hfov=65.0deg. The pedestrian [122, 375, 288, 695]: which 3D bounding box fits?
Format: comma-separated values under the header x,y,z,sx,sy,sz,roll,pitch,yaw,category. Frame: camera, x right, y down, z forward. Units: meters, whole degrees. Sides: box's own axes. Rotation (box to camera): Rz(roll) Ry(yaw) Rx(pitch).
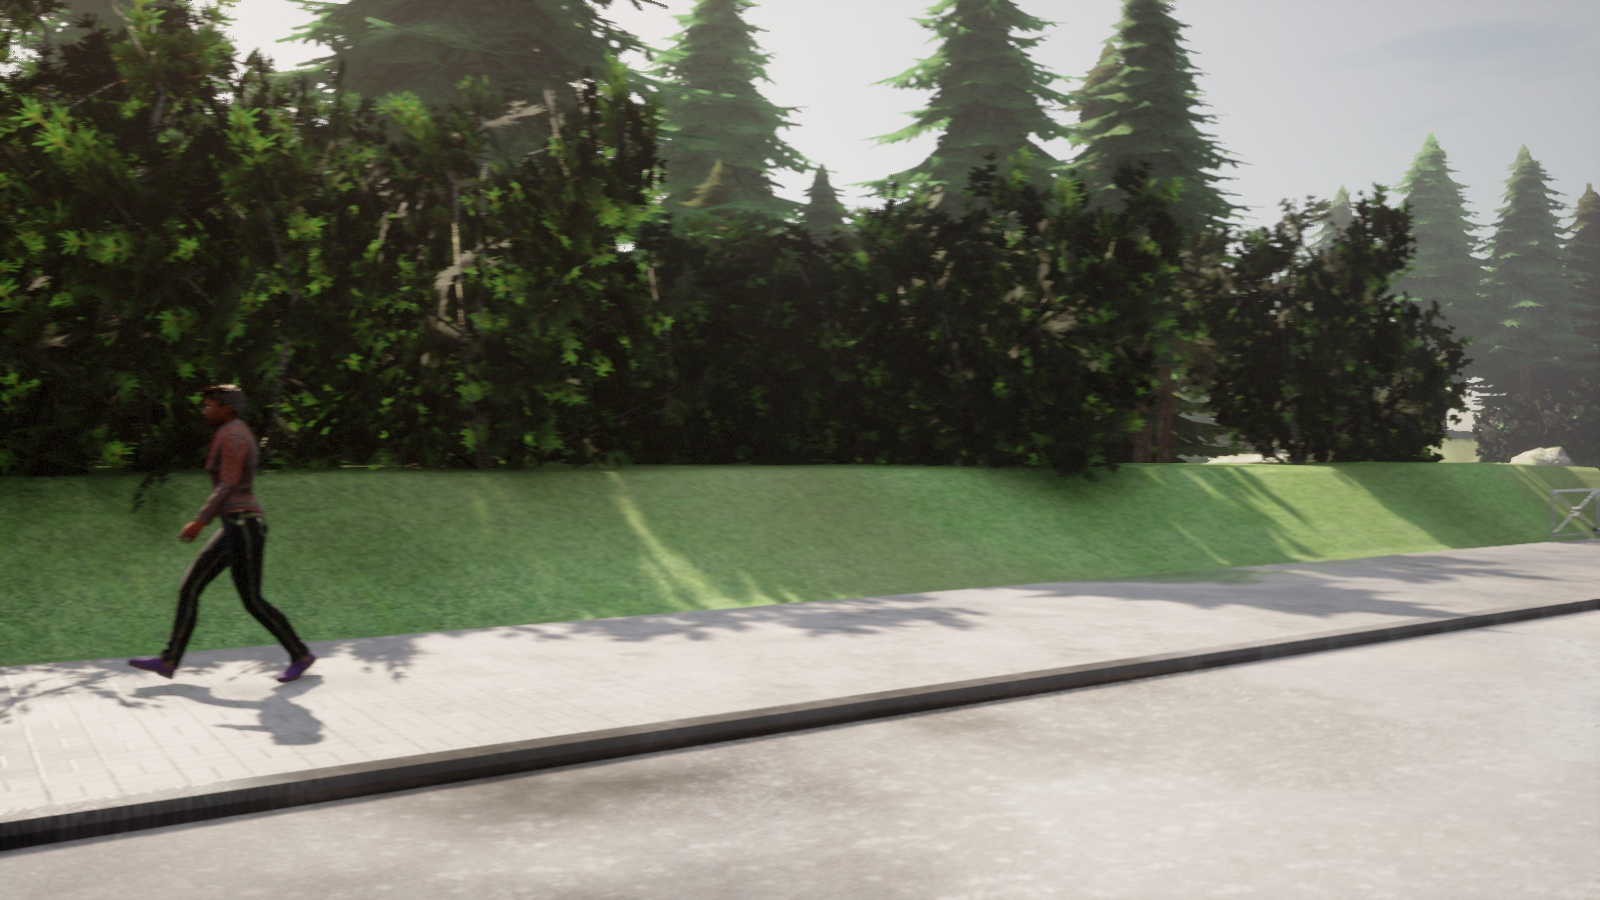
x,y,z,sx,sy,sz,roll,pitch,yaw,category
-3.493,0.480,7.404,0.869,1.805,0.328,0,0,-25,pedestrian
